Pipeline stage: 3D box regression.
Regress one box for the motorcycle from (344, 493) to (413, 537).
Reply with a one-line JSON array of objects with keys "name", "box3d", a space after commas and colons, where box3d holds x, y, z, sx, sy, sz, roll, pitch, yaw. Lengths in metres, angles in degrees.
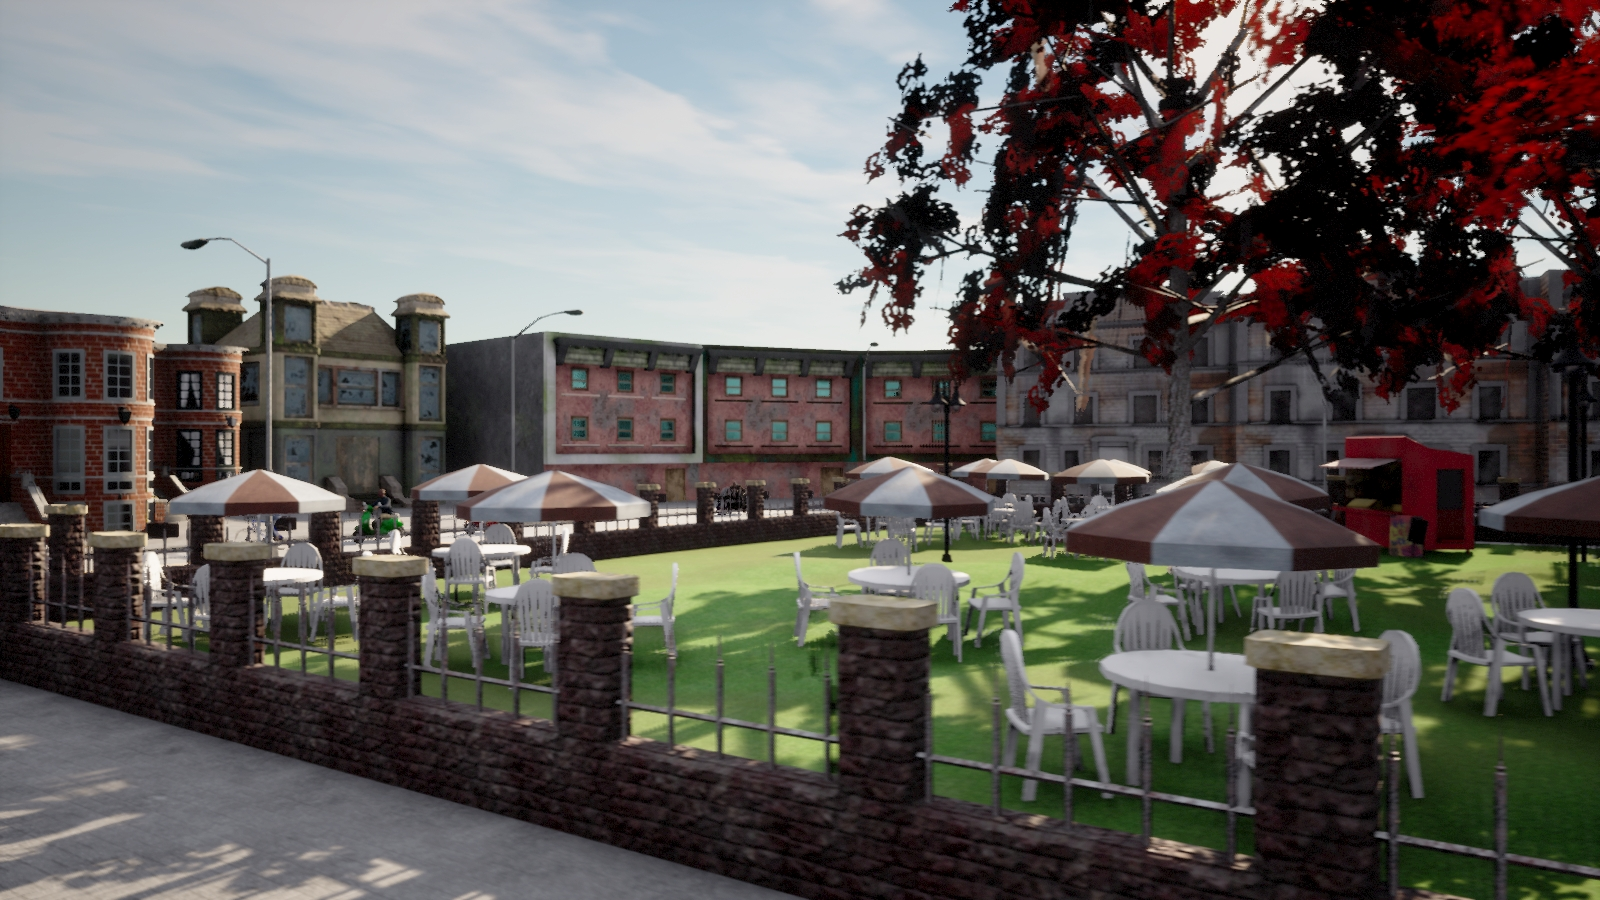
[{"name": "motorcycle", "box3d": [-12.795, 1.962, 34.694, 0.856, 1.236, 1.805, 0, 0, 35]}]
